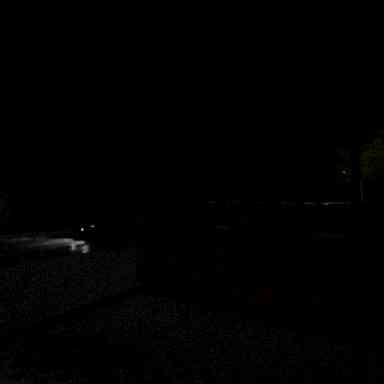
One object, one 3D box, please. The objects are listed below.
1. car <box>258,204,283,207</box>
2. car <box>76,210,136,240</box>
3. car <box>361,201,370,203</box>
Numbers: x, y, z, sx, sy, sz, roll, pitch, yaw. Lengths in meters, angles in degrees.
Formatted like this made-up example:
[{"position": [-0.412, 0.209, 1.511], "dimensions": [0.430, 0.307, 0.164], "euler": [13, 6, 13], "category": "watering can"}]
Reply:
[{"position": [6.378, 1.732, 27.598], "dimensions": [4.902, 1.511, 2.128], "euler": [1, -1, -44], "category": "car"}, {"position": [-3.967, 1.676, 17.714], "dimensions": [4.181, 1.385, 1.994], "euler": [1, -1, -45], "category": "car"}, {"position": [21.586, 1.948, 42.027], "dimensions": [4.892, 1.490, 1.837], "euler": [1, -2, -44], "category": "car"}]
